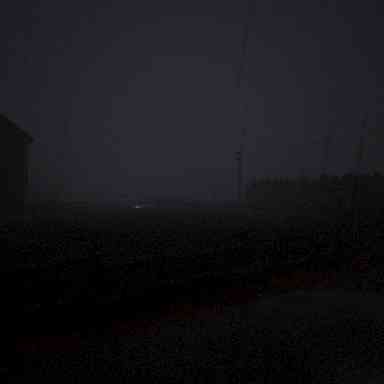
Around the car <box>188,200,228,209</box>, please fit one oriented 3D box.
[{"bbox_3d":[1.611,1.537,35.917,2.033,1.411,5.357,0,0,-35],"label":"car"}]

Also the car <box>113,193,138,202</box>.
[{"bbox_3d":[-10.767,1.195,53.543,2.150,2.045,5.566,0,0,-35],"label":"car"}]
